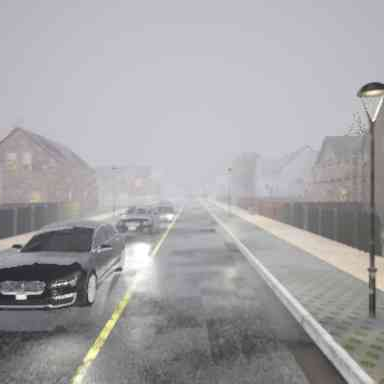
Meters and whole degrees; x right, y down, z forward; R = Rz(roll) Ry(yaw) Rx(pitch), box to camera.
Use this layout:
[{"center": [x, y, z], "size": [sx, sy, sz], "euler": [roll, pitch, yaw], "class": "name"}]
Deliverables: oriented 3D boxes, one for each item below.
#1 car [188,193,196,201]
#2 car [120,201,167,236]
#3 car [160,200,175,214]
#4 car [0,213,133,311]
[{"center": [-0.027, 1.347, 91.063], "size": [2.150, 2.045, 5.566], "euler": [0, 0, 0], "class": "car"}, {"center": [-2.810, 1.462, 18.273], "size": [2.128, 1.511, 4.902], "euler": [0, 0, 1], "class": "car"}, {"center": [-2.796, 1.531, 34.309], "size": [1.994, 1.385, 4.181], "euler": [0, 0, 1], "class": "car"}, {"center": [-2.845, 1.488, 7.968], "size": [1.837, 1.490, 4.892], "euler": [0, 0, 0], "class": "car"}]
